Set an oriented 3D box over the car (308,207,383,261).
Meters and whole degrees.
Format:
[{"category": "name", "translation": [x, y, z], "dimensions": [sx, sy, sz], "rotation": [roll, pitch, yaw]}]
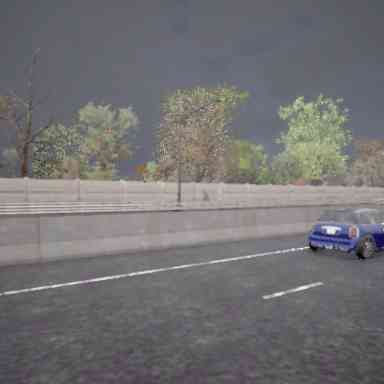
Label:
[{"category": "car", "translation": [6.583, 1.408, 12.807], "dimensions": [4.553, 1.767, 2.097], "rotation": [0, 0, -35]}]
